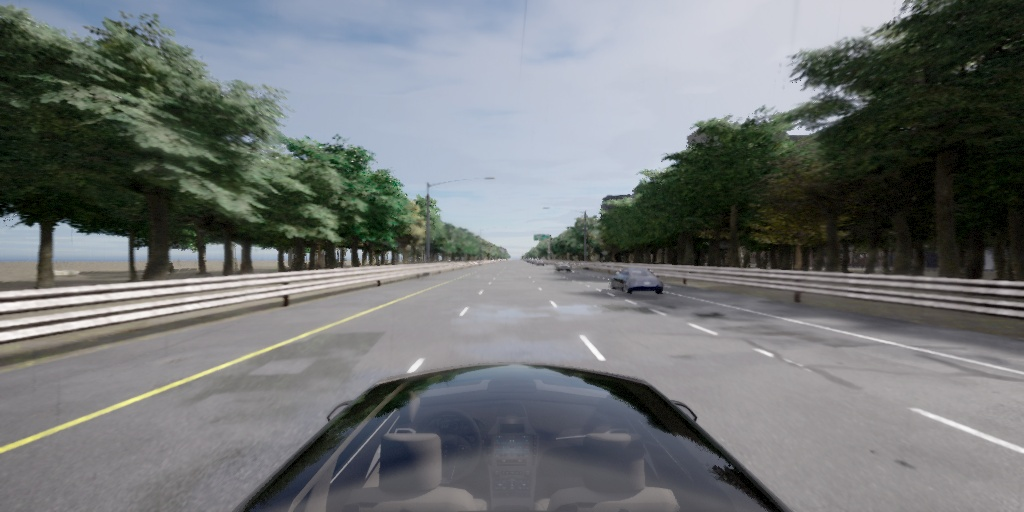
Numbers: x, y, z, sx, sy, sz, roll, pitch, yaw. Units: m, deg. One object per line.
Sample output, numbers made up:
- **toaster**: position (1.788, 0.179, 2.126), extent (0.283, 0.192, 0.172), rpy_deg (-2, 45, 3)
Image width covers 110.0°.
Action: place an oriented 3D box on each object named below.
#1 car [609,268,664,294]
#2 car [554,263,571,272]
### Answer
- **car**: position (7.017, 1.380, 20.612), extent (1.994, 1.385, 4.181), rpy_deg (0, 0, 0)
- **car**: position (7.122, 1.633, 50.751), extent (1.895, 1.301, 4.718), rpy_deg (0, 0, 0)
